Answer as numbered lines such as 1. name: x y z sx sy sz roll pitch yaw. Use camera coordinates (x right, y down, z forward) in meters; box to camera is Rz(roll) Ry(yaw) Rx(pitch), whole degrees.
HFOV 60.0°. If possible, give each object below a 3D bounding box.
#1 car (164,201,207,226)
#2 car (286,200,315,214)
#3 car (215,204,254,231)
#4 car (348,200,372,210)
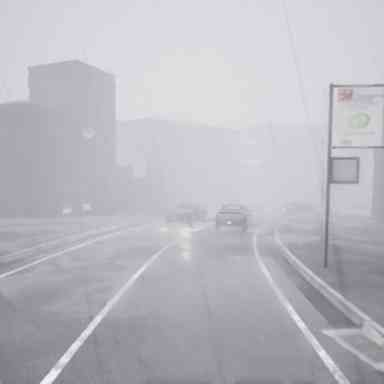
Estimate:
1. car: -0.326 1.434 23.306 1.837 1.490 4.892 1 0 20
2. car: 12.639 1.738 38.589 2.128 1.511 4.902 4 1 40
3. car: 2.744 1.505 20.867 2.128 1.511 4.902 1 0 16
4. car: 27.852 2.133 54.364 5.008 1.535 1.882 2 3 -24
